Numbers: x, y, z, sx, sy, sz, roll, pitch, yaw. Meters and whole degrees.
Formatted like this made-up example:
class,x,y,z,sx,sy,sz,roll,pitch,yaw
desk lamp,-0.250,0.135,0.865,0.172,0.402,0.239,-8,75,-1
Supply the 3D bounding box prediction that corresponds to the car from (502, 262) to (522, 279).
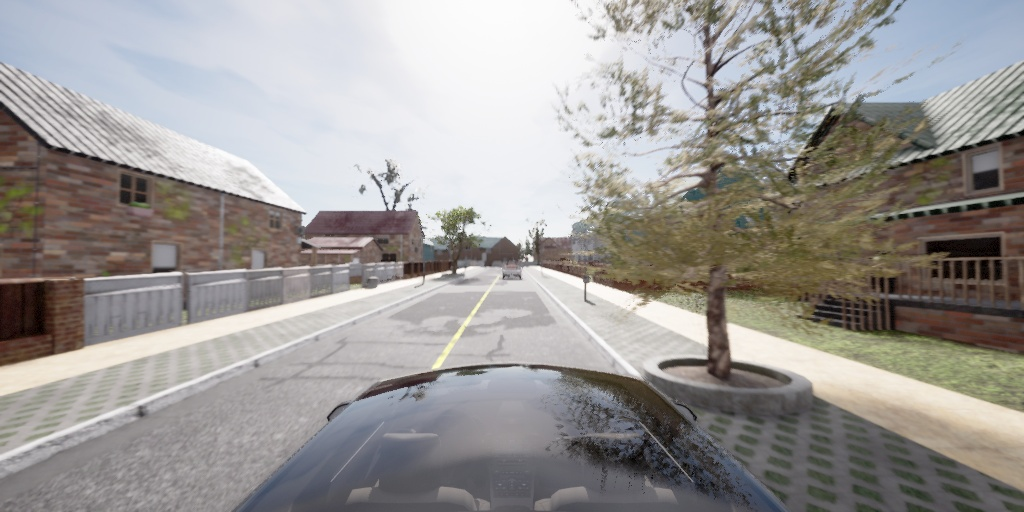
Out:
class,x,y,z,sx,sy,sz,roll,pitch,yaw
car,-0.006,1.548,34.903,1.895,1.301,4.718,0,0,0
